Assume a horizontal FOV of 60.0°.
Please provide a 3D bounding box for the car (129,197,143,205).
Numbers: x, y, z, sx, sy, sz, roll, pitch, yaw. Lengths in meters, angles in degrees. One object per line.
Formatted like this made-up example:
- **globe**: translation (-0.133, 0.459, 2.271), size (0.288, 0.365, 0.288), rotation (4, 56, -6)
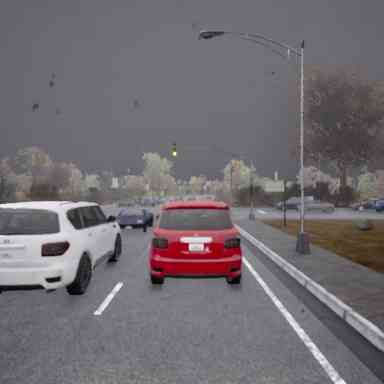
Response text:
- **car**: translation (-10.614, 1.673, 63.191), size (1.994, 1.385, 4.181), rotation (0, 0, 1)

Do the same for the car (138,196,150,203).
- **car**: translation (-10.580, 1.679, 73.262), size (1.994, 1.385, 4.181), rotation (0, 0, 0)

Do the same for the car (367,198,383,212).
- **car**: translation (23.072, 1.275, 36.958), size (5.566, 2.045, 2.150), rotation (0, 0, 3)

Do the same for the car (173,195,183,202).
- **car**: translation (-3.590, 1.666, 85.913), size (2.128, 1.511, 4.902), rotation (0, 0, 0)

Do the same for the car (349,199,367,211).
- **car**: translation (21.718, 1.568, 40.536), size (4.892, 1.490, 1.837), rotation (0, 0, 3)

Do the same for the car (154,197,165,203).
- **car**: translation (-7.080, 1.722, 73.459), size (1.895, 1.301, 4.718), rotation (0, 0, 0)

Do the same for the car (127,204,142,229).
- **car**: translation (-3.421, 1.636, 20.252), size (1.895, 1.301, 4.718), rotation (0, 0, 0)

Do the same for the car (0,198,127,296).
- **car**: translation (-3.409, 1.239, 8.817), size (2.150, 2.045, 5.566), rotation (0, 0, 0)

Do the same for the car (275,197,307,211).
- **car**: translation (12.587, 1.422, 41.026), size (4.553, 1.767, 2.097), rotation (0, 0, 3)

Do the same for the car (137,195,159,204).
- **car**: translation (-7.134, 1.446, 54.327), size (2.097, 1.767, 4.553), rotation (0, 0, 0)

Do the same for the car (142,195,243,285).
- **car**: translation (0.088, 1.240, 9.644), size (2.150, 2.045, 5.566), rotation (0, 0, 0)

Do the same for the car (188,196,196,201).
- **car**: translation (-0.089, 1.701, 86.447), size (1.994, 1.385, 4.181), rotation (0, 0, 0)

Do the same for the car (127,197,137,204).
- **car**: translation (-10.666, 1.695, 54.384), size (1.895, 1.301, 4.718), rotation (0, 0, 1)

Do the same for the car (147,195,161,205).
- **car**: translation (-7.123, 1.461, 63.211), size (2.097, 1.767, 4.553), rotation (0, 0, 0)

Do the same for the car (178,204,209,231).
- **car**: translation (0.075, 1.563, 21.895), size (1.812, 1.442, 4.674), rotation (0, 0, 0)

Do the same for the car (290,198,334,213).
- **car**: translation (13.736, 1.628, 37.457), size (4.181, 1.385, 1.994), rotation (0, 0, 3)
